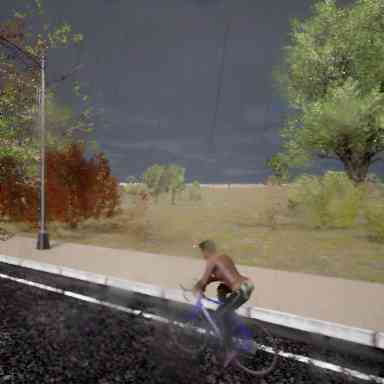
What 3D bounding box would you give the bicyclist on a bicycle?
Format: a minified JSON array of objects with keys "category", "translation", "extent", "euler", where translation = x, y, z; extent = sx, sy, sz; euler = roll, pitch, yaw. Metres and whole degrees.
[{"category":"bicyclist on a bicycle","translation":[0.342,1.467,4.389],"extent":[1.656,1.620,0.582],"euler":[-1,0,35]}]
